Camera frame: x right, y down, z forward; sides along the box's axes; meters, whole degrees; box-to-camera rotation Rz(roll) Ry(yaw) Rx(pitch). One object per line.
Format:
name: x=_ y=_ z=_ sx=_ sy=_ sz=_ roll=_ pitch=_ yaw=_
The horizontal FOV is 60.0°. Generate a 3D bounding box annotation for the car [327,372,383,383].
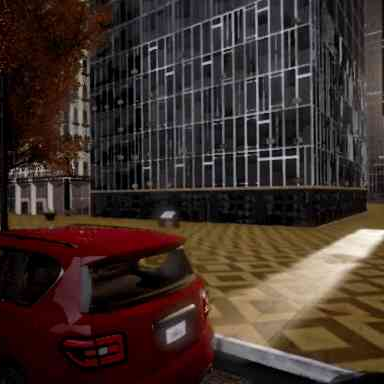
car: x=2.413 y=1.548 z=1.157 sx=4.313 sy=1.339 sz=1.947 roll=-1 pitch=-1 yaw=35

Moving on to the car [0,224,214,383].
car: x=-2.087 y=1.368 z=4.365 sx=5.009 sy=1.841 sz=2.192 roll=-1 pitch=-1 yaw=35
